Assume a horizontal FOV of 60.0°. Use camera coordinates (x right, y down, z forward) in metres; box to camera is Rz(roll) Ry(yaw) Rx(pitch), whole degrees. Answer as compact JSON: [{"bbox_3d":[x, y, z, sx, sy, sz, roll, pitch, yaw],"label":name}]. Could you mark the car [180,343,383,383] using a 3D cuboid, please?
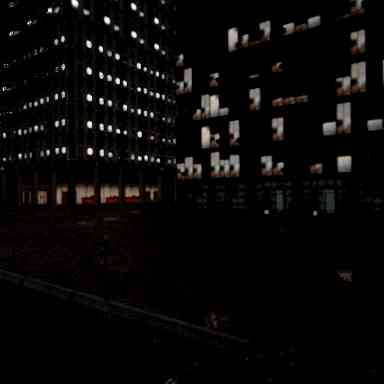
[{"bbox_3d":[1.765,1.552,1.629,4.403,1.369,2.008,0,-1,36],"label":"car"}]
